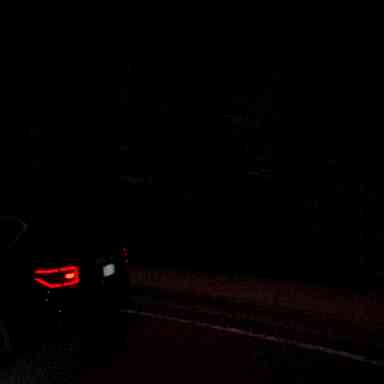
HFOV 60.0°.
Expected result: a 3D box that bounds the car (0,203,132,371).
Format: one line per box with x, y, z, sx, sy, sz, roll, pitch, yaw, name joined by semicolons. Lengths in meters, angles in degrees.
-3.746;1.219;5.489;5.566;2.045;2.150;0;-1;17;car
